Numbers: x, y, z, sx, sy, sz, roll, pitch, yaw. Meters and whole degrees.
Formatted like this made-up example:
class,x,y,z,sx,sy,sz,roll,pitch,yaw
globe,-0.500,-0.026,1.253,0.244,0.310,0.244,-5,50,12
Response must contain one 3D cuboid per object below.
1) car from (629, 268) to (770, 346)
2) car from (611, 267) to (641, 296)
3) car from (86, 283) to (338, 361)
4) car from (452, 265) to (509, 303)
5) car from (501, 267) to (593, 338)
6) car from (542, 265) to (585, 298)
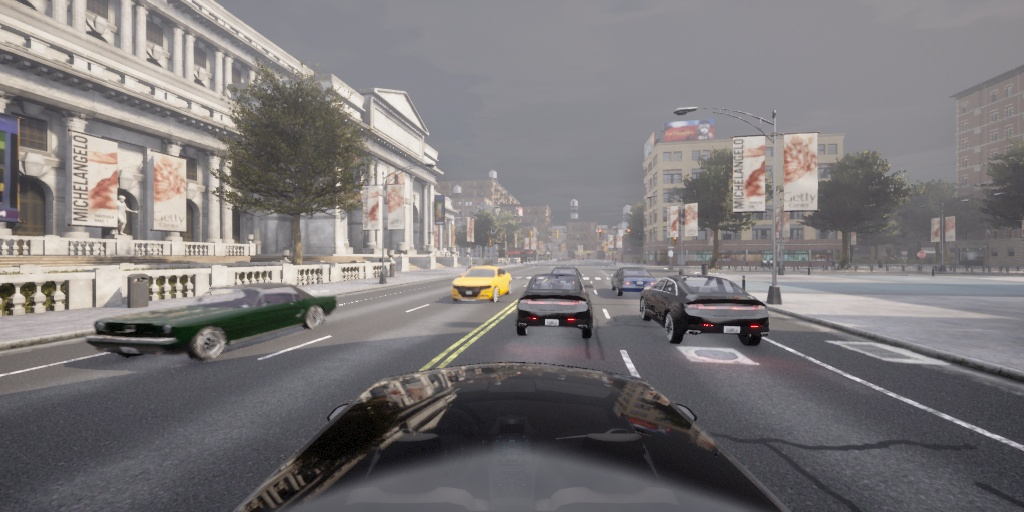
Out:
class,x,y,z,sx,sy,sz,roll,pitch,yaw
car,4.701,1.242,9.474,2.128,1.511,4.902,0,0,9
car,6.386,1.297,19.080,2.033,1.411,5.357,0,0,11
car,-6.405,1.351,8.488,1.895,1.301,4.718,0,0,9
car,-1.281,1.227,16.985,1.882,1.535,5.008,0,0,11
car,1.265,1.242,10.248,2.128,1.511,4.902,0,0,9
car,2.937,1.297,19.724,2.033,1.411,5.357,0,0,11
